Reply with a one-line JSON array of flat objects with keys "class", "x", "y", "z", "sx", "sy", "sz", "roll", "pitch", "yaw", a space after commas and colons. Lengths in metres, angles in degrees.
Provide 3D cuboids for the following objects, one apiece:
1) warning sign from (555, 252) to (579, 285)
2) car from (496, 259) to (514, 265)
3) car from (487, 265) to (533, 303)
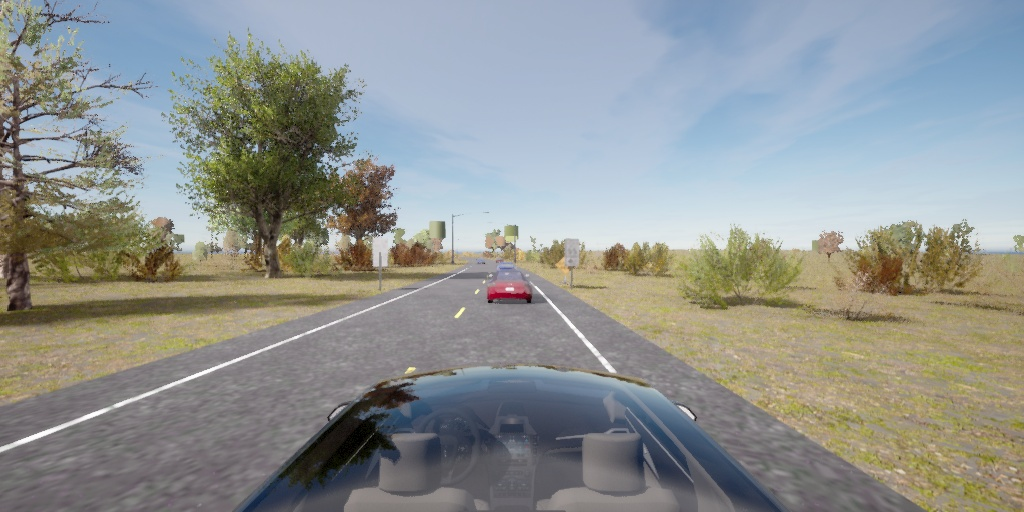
[{"class": "warning sign", "x": 3.317, "y": 0.846, "z": 22.305, "sx": 1.300, "sy": 1.860, "sz": 1.060, "roll": 0, "pitch": 0, "yaw": -1}, {"class": "car", "x": -0.490, "y": 1.251, "z": 31.597, "sx": 1.812, "sy": 1.442, "sz": 4.674, "roll": 0, "pitch": 0, "yaw": -2}, {"class": "car", "x": -0.123, "y": 1.312, "z": 16.573, "sx": 1.994, "sy": 1.385, "sz": 4.181, "roll": 0, "pitch": 0, "yaw": -1}]
